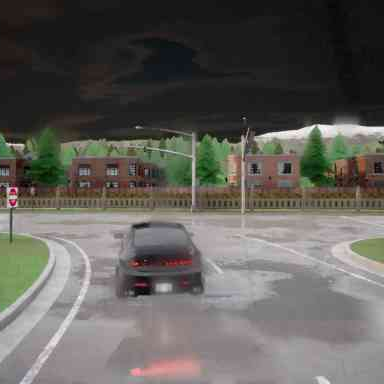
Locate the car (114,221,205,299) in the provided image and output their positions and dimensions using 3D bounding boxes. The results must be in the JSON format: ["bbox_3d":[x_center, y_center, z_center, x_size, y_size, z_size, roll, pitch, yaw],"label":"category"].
[{"bbox_3d":[-0.912,1.506,8.525,1.837,1.490,4.892,0,0,-9],"label":"car"}]
